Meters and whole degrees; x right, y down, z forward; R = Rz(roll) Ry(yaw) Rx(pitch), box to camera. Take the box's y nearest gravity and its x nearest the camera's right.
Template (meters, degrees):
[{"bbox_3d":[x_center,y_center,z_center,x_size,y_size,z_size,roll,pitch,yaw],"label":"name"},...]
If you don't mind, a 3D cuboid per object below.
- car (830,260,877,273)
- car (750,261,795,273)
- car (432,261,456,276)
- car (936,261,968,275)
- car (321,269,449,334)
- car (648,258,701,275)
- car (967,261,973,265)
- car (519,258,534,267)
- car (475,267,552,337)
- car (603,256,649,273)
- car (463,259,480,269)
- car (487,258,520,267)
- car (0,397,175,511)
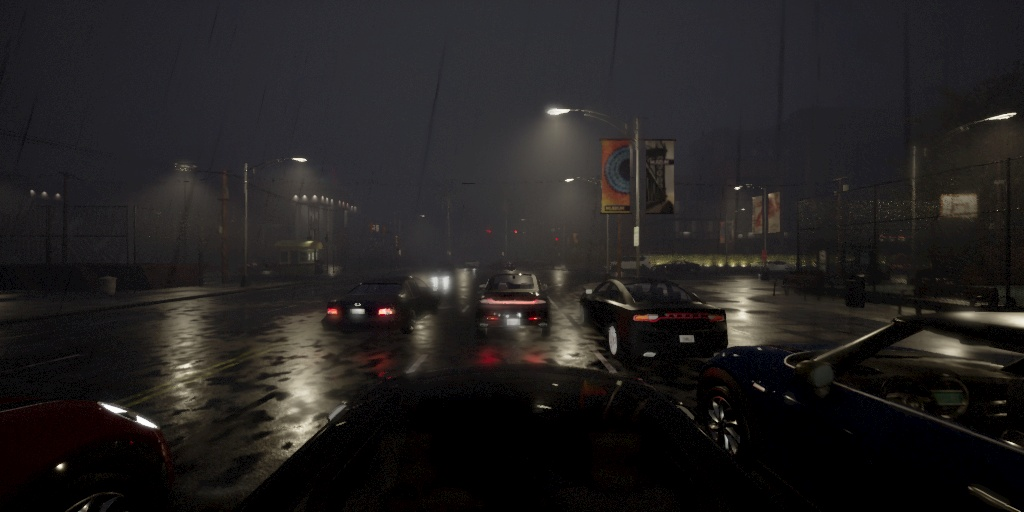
[{"bbox_3d":[37.026,1.227,39.286,5.008,1.535,1.882,0,0,0],"label":"car"},{"bbox_3d":[31.032,1.276,42.741,4.674,1.442,1.812,0,0,-1],"label":"car"},{"bbox_3d":[-7.100,1.242,37.576,2.128,1.511,4.902,0,0,0],"label":"car"},{"bbox_3d":[45.162,1.241,35.795,4.902,1.511,2.128,0,0,-1],"label":"car"},{"bbox_3d":[-3.443,1.297,10.584,2.033,1.411,5.357,0,0,0],"label":"car"},{"bbox_3d":[17.947,1.241,39.150,4.902,1.511,2.128,0,0,0],"label":"car"},{"bbox_3d":[45.195,1.297,32.295,5.357,1.411,2.033,0,0,-1],"label":"car"},{"bbox_3d":[1.859,1.102,63.763,2.097,1.767,4.553,0,0,16],"label":"car"},{"bbox_3d":[0.054,1.242,10.321,2.128,1.511,4.902,0,0,0],"label":"car"},{"bbox_3d":[13.712,0.971,42.737,5.566,2.045,2.150,0,0,1],"label":"car"},{"bbox_3d":[-6.529,1.275,58.430,1.812,1.442,4.674,0,0,8],"label":"car"},{"bbox_3d":[-1.469,1.297,47.699,2.033,1.411,5.357,0,0,-29],"label":"car"},{"bbox_3d":[-3.403,1.102,0.579,2.097,1.767,4.553,0,0,0],"label":"car"}]
